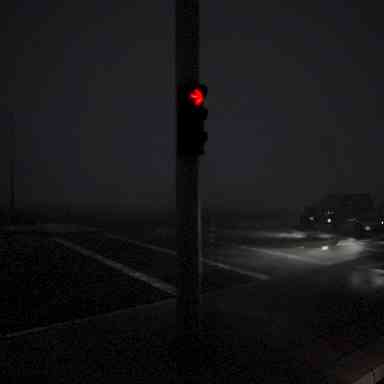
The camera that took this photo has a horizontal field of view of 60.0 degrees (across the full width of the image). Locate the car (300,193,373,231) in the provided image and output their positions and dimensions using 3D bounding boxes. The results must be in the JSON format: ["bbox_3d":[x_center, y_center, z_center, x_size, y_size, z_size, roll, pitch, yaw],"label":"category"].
[{"bbox_3d":[8.959,1.098,20.154,5.566,2.045,2.150,0,0,-35],"label":"car"}]

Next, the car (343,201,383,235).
[{"bbox_3d":[10.054,1.375,16.655,4.902,1.511,2.128,0,0,-35],"label":"car"}]
